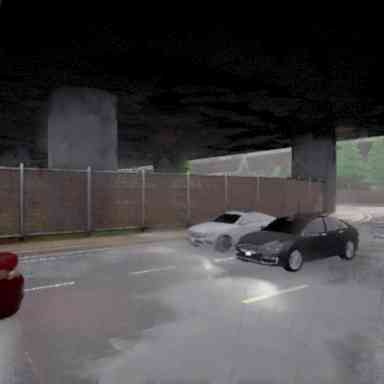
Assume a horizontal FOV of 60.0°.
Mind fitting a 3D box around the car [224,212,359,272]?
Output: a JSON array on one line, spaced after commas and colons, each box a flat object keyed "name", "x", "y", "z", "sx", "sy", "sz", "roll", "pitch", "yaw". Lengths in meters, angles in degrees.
[{"name": "car", "x": 3.565, "y": 1.503, "z": 10.881, "sx": 4.892, "sy": 1.490, "sz": 1.837, "roll": 0, "pitch": 0, "yaw": -36}]

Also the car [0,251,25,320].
[{"name": "car", "x": -5.136, "y": 1.477, "z": 4.634, "sx": 5.008, "sy": 1.535, "sz": 1.882, "roll": 0, "pitch": 0, "yaw": -36}]

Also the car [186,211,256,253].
[{"name": "car", "x": 1.940, "y": 1.522, "z": 13.892, "sx": 4.674, "sy": 1.442, "sz": 1.812, "roll": 0, "pitch": 0, "yaw": -35}]
